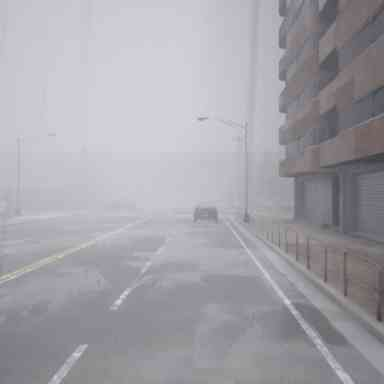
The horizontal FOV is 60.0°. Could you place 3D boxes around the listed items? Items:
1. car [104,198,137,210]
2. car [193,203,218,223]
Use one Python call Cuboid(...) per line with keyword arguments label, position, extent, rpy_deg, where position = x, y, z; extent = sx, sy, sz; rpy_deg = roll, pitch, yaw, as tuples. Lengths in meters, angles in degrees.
Cuboid(label="car", position=(-10.120, 1.596, 46.814), extent=(4.553, 1.767, 2.097), rpy_deg=(0, 0, 27))
Cuboid(label="car", position=(1.131, 1.630, 27.523), extent=(1.882, 1.535, 5.008), rpy_deg=(0, 0, 2))
